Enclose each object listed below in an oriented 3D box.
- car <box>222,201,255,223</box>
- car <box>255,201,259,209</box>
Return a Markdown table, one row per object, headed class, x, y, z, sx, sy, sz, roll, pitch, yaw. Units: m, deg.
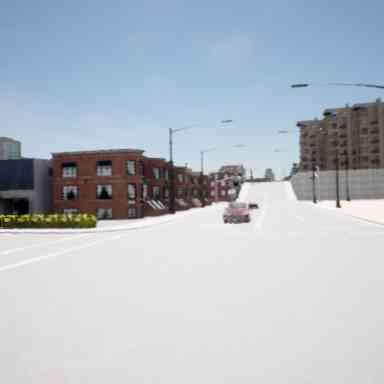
| class | x | y | z | sx | sy | sz | roll | pitch | yaw |
| --- | --- | --- | --- | --- | --- | --- | --- | --- | --- |
| car | 3.783 | 1.594 | 27.633 | 2.097 | 1.767 | 4.553 | -2 | -1 | 13 |
| car | 9.679 | 2.038 | 53.069 | 1.895 | 1.301 | 4.718 | -2 | -1 | 13 |
